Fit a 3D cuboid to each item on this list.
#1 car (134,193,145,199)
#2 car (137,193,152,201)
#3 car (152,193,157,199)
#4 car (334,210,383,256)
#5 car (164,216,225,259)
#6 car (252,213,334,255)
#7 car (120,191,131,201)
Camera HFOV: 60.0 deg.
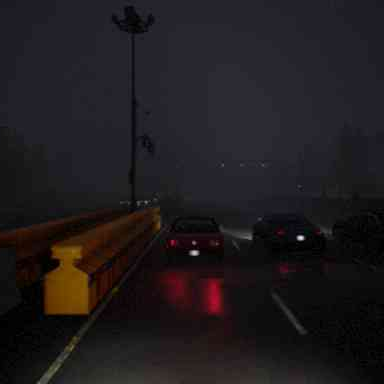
[{"bbox_3d":[-13.538,1.094,85.699,1.994,1.385,4.181,0,0,0],"label":"car"},{"bbox_3d":[-10.128,1.155,69.842,1.812,1.442,4.674,0,0,0],"label":"car"},{"bbox_3d":[-10.039,1.067,85.563,1.812,1.442,4.674,0,0,0],"label":"car"},{"bbox_3d":[7.111,1.424,12.759,2.128,1.511,4.902,0,0,1],"label":"car"},{"bbox_3d":[0.105,1.537,12.249,1.895,1.301,4.718,0,0,1],"label":"car"},{"bbox_3d":[3.620,1.495,13.062,1.994,1.385,4.181,0,0,0],"label":"car"},{"bbox_3d":[-13.627,0.854,70.085,2.150,2.045,5.566,0,0,0],"label":"car"}]
